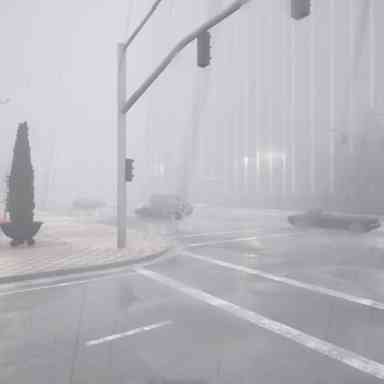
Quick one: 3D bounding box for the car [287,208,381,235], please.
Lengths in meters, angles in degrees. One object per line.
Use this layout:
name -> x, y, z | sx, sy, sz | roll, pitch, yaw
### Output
car -> 8.007, 1.601, 18.965 | 4.718, 1.301, 1.895 | 0, 0, 42

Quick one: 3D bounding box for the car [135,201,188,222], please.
car -> -2.651, 1.601, 26.121 | 1.895, 1.301, 4.718 | 0, 0, -36

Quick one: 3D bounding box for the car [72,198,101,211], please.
car -> -13.234, 1.477, 40.784 | 1.882, 1.535, 5.008 | 0, 0, -36

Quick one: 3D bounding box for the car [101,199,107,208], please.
car -> -13.702, 1.525, 47.445 | 1.812, 1.442, 4.674 | 0, 0, -36

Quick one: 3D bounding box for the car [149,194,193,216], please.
car -> -2.163, 1.219, 31.419 | 2.150, 2.045, 5.566 | 0, 0, -36
